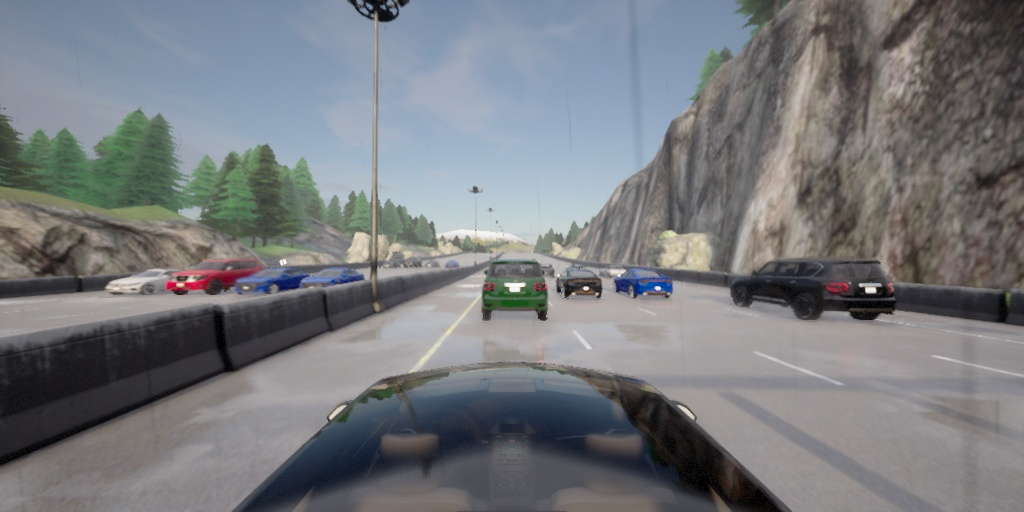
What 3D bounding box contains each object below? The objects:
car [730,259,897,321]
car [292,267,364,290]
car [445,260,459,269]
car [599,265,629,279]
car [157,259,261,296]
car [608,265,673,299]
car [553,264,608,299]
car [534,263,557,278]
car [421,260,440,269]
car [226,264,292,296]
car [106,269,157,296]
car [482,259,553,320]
[{"bbox_3d":[10.592,1.118,13.260,2.150,2.045,5.566,0,0,0],"label":"car"},{"bbox_3d":[-10.606,1.449,21.524,1.882,1.535,5.008,0,0,0],"label":"car"},{"bbox_3d":[-10.549,1.444,63.455,1.882,1.535,5.008,0,0,1],"label":"car"},{"bbox_3d":[10.588,1.644,37.563,1.895,1.301,4.718,0,0,0],"label":"car"},{"bbox_3d":[-17.605,1.196,21.797,2.150,2.045,5.566,0,0,0],"label":"car"},{"bbox_3d":[7.093,1.434,19.894,1.882,1.535,5.008,0,0,0],"label":"car"},{"bbox_3d":[3.594,1.434,19.870,1.882,1.535,5.008,0,0,0],"label":"car"},{"bbox_3d":[3.588,1.539,39.494,2.128,1.511,4.902,0,0,0],"label":"car"},{"bbox_3d":[-14.046,1.460,63.451,2.128,1.511,4.902,0,0,1],"label":"car"},{"bbox_3d":[-14.106,1.449,21.514,1.882,1.535,5.008,0,0,0],"label":"car"},{"bbox_3d":[-21.105,1.497,21.450,1.812,1.442,4.674,0,0,0],"label":"car"},{"bbox_3d":[0.091,1.121,13.530,2.150,2.045,5.566,0,0,0],"label":"car"}]
